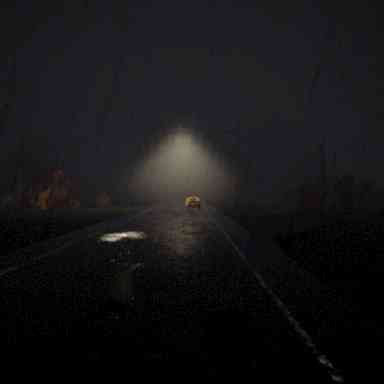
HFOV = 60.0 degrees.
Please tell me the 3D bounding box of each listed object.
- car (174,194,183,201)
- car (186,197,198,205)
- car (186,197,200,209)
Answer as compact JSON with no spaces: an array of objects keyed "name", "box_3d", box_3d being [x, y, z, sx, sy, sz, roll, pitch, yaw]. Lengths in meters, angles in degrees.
[{"name":"car","box_3d":[-3.237,1.271,82.282,2.097,1.767,4.553,0,0,1]},{"name":"car","box_3d":[0.051,1.504,57.233,1.994,1.385,4.181,0,0,0]},{"name":"car","box_3d":[0.141,1.429,45.133,1.882,1.535,5.008,0,0,0]}]
